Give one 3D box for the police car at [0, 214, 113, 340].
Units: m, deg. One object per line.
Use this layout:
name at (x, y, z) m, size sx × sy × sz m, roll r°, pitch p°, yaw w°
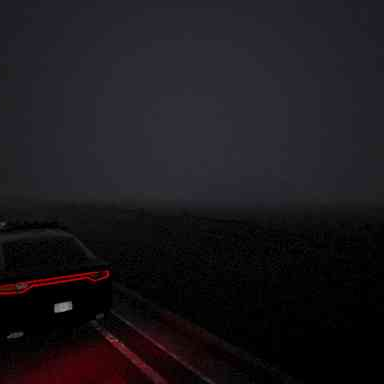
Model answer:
police car at (-3.364, 1.423, 6.786) m, size 1.930 × 1.638 × 5.238 m, roll 0°, pitch 0°, yaw -37°
